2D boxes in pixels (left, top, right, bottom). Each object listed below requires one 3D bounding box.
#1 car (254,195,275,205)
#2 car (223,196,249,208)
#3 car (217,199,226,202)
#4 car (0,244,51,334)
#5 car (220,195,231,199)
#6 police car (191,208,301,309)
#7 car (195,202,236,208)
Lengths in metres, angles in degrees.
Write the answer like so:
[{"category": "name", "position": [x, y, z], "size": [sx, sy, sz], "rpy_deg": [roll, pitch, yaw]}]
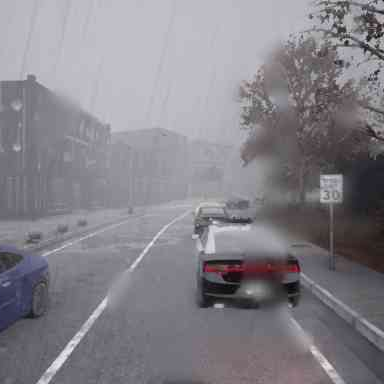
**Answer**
[{"category": "car", "position": [12.050, 1.290, 55.330], "size": [1.837, 1.490, 4.892], "rpy_deg": [-1, 1, 40]}, {"category": "car", "position": [6.399, 1.518, 46.172], "size": [1.895, 1.301, 4.718], "rpy_deg": [0, 0, 28]}, {"category": "car", "position": [1.262, 1.481, 23.783], "size": [1.882, 1.535, 5.008], "rpy_deg": [0, 0, 4]}, {"category": "car", "position": [-3.598, 1.527, 4.634], "size": [1.812, 1.442, 4.674], "rpy_deg": [0, 0, 0]}, {"category": "car", "position": [6.136, 1.356, 56.990], "size": [2.128, 1.511, 4.902], "rpy_deg": [-1, 0, 41]}, {"category": "police car", "position": [1.033, 1.427, 8.091], "size": [1.930, 1.638, 5.238], "rpy_deg": [0, 0, 0]}, {"category": "car", "position": [1.042, 1.509, 17.937], "size": [1.837, 1.490, 4.892], "rpy_deg": [0, 0, 1]}]
